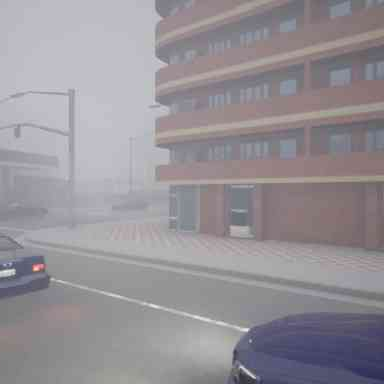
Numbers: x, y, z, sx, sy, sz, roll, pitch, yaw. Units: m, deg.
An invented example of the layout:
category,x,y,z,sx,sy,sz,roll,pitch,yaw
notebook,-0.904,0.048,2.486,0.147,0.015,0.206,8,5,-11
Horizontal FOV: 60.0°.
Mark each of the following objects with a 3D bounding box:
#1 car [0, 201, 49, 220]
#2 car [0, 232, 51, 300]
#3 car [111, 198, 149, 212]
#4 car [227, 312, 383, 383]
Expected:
category,x,y,z,sx,sy,sz,roll,pitch,yaw
car,-14.478,1.526,28.007,1.812,1.442,4.674,0,0,34
car,-5.380,1.547,7.717,5.357,1.411,2.033,0,0,38
car,-7.178,1.478,38.760,1.882,1.535,5.008,0,0,34
car,2.476,1.526,2.225,4.674,1.442,1.812,0,0,35
